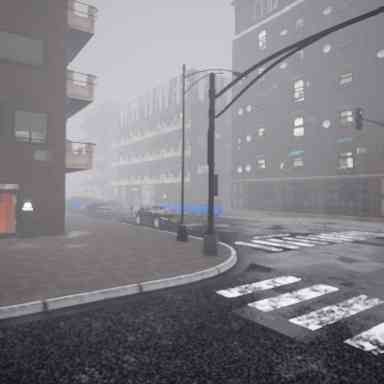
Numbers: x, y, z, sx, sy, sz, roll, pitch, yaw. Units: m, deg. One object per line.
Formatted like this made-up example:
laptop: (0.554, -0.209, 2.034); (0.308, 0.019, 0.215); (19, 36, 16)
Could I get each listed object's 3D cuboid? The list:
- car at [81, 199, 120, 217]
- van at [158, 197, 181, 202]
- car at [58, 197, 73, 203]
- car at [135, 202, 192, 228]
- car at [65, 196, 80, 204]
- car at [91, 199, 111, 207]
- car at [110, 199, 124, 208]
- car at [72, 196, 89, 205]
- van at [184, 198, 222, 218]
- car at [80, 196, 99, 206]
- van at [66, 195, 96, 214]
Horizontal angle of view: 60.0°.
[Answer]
car: (-8.590, 1.598, 30.938); (1.802, 1.307, 4.206); (1, -1, -35)
van: (-2.102, 1.461, 35.416); (1.690, 1.788, 3.998); (1, -1, -35)
car: (-27.522, 1.738, 72.249); (1.887, 1.381, 4.507); (1, -1, -35)
car: (-2.234, 1.546, 21.730); (2.008, 1.369, 4.403); (1, -1, -35)
car: (-24.344, 1.625, 67.646); (1.967, 1.590, 4.097); (1, -1, -35)
car: (-14.813, 1.741, 53.831); (1.802, 1.307, 4.206); (1, -1, -35)
car: (-11.636, 1.694, 49.227); (1.887, 1.381, 4.507); (1, -1, -35)
car: (-21.166, 1.617, 63.041); (1.967, 1.590, 4.097); (1, -1, -35)
van: (1.075, 1.450, 30.811); (1.690, 1.788, 3.998); (1, -1, -35)
car: (-17.989, 1.608, 58.437); (1.967, 1.590, 4.097); (1, -1, -35)
van: (-11.765, 1.367, 35.545); (1.690, 1.788, 3.998); (1, -1, -35)
